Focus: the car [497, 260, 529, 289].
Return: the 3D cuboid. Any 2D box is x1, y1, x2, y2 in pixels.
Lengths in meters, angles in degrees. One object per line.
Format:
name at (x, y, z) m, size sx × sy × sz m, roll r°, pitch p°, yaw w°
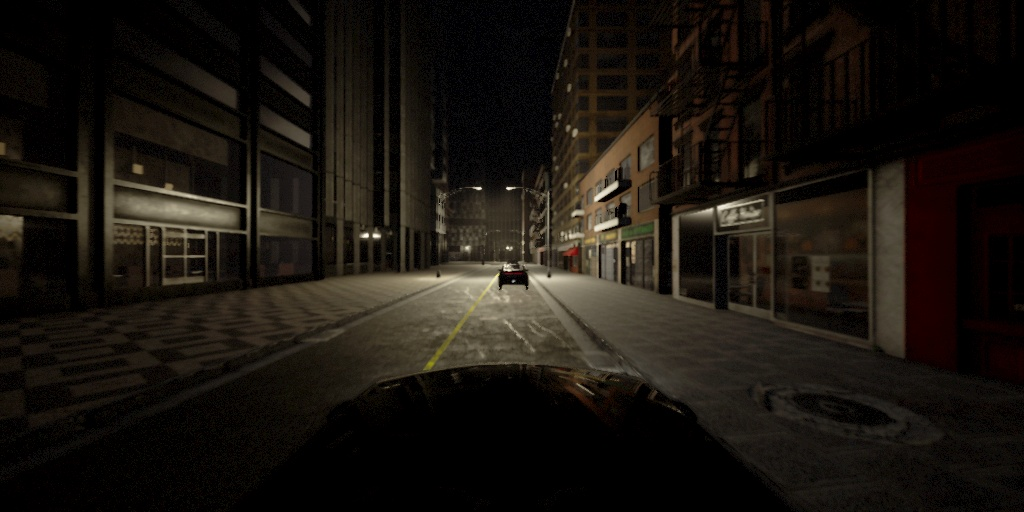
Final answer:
car at (0.093, 1.253, 23.265) m, size 2.128 × 1.511 × 4.902 m, roll 0°, pitch 0°, yaw 0°
